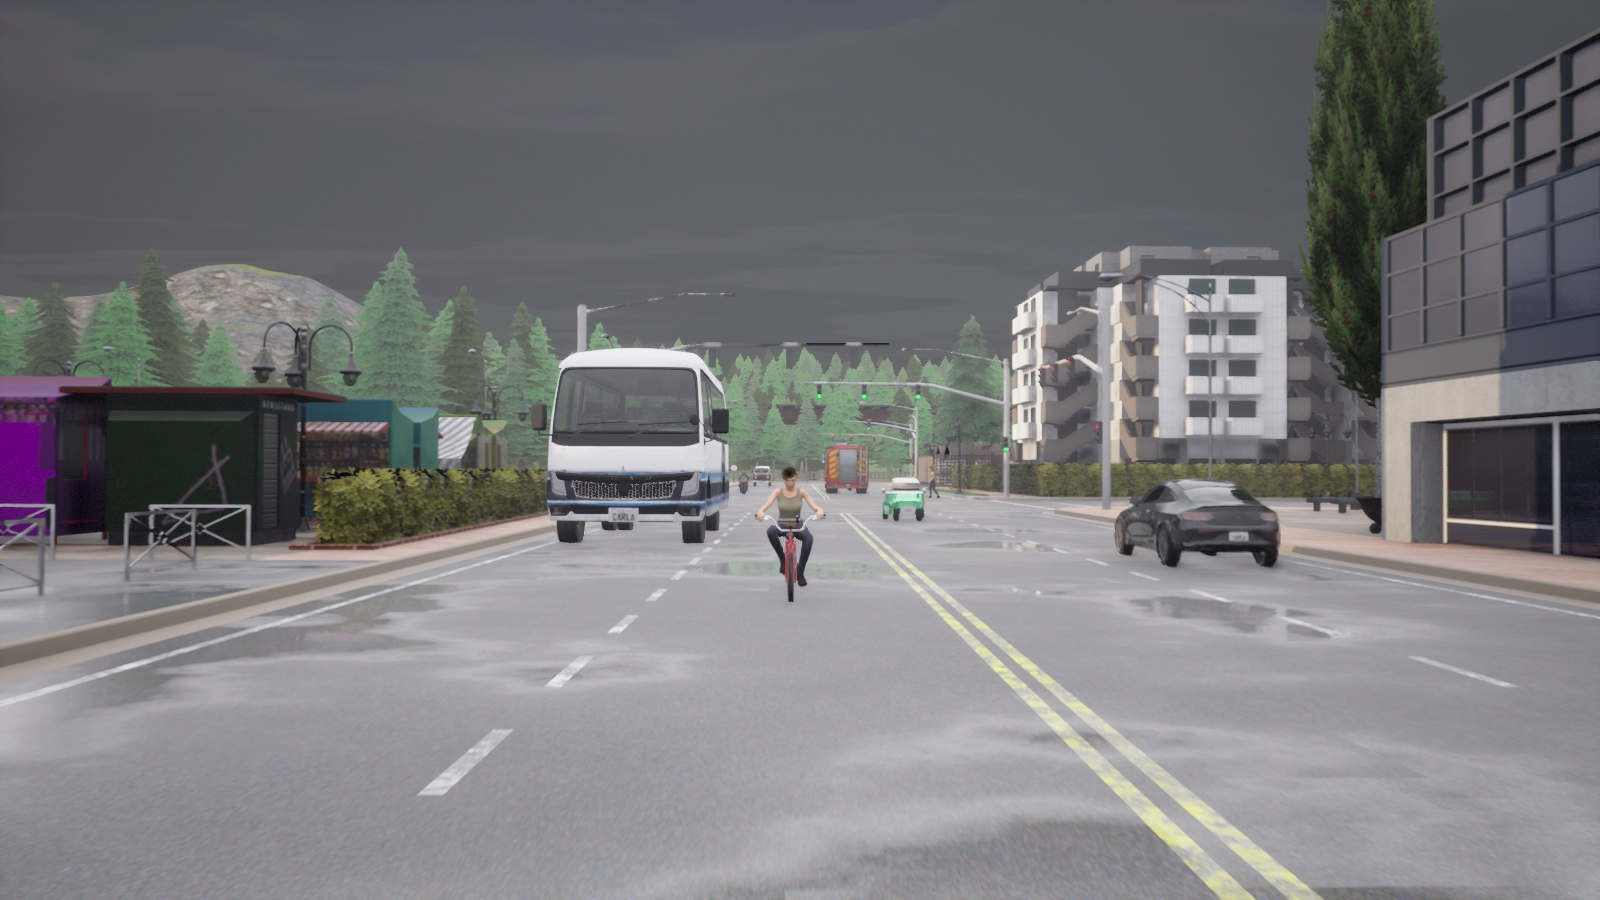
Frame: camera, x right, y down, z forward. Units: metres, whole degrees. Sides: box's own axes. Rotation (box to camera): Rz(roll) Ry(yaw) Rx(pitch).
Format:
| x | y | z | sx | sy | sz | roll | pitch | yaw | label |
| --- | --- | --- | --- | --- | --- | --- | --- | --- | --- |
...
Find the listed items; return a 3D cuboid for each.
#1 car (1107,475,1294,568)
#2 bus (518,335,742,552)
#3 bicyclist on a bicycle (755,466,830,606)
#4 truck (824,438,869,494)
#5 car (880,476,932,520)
| x | y | z | sx | sy | sz | roll | pitch | yaw | label |
| --- | --- | --- | --- | --- | --- | --- | --- | --- | --- |
| 6.946 | 1.186 | 22.324 | 1.812 | 1.442 | 4.674 | 0 | -1 | 0 | car |
| -3.577 | -0.048 | 29.824 | 3.944 | 4.253 | 10.273 | 0 | -1 | 0 | bus |
| -0.103 | 1.009 | 15.345 | 0.866 | 1.612 | 1.509 | 0 | -1 | -1 | bicyclist on a bicycle |
| 3.279 | 1.150 | 90.365 | 2.891 | 3.827 | 8.468 | 0 | -1 | 0 | truck |
| 3.402 | 1.535 | 40.592 | 1.481 | 1.376 | 2.207 | 0 | -1 | 0 | car |
